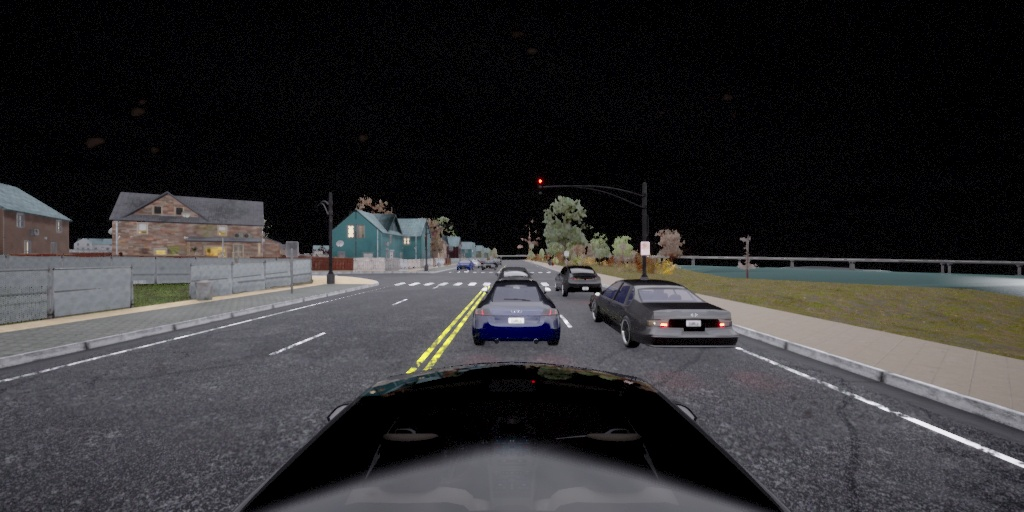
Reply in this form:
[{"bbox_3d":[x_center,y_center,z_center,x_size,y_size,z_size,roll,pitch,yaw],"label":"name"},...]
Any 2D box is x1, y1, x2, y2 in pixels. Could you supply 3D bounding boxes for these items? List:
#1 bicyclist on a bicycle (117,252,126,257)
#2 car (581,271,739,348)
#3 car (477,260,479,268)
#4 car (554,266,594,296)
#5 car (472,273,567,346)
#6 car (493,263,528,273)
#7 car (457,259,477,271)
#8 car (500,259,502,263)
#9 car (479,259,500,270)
[{"bbox_3d":[-29.572,0.543,27.137,0.582,1.620,1.656,1,0,-35],"label":"bicyclist on a bicycle"},{"bbox_3d":[3.365,1.297,9.160,2.033,1.411,5.357,0,0,0],"label":"car"},{"bbox_3d":[-6.473,1.316,60.839,1.812,1.442,4.674,0,0,0],"label":"car"},{"bbox_3d":[3.380,1.256,18.906,1.837,1.490,4.892,0,0,0],"label":"car"},{"bbox_3d":[0.108,1.314,9.472,1.994,1.385,4.181,0,0,0],"label":"car"},{"bbox_3d":[0.113,1.276,18.214,1.812,1.442,4.674,0,0,-2],"label":"car"},{"bbox_3d":[-6.508,1.253,50.347,1.882,1.535,5.008,0,0,1],"label":"car"},{"bbox_3d":[-3.214,1.393,62.386,1.895,1.301,4.718,0,0,1],"label":"car"},{"bbox_3d":[-3.247,1.341,51.605,1.994,1.385,4.181,0,0,1],"label":"car"}]
